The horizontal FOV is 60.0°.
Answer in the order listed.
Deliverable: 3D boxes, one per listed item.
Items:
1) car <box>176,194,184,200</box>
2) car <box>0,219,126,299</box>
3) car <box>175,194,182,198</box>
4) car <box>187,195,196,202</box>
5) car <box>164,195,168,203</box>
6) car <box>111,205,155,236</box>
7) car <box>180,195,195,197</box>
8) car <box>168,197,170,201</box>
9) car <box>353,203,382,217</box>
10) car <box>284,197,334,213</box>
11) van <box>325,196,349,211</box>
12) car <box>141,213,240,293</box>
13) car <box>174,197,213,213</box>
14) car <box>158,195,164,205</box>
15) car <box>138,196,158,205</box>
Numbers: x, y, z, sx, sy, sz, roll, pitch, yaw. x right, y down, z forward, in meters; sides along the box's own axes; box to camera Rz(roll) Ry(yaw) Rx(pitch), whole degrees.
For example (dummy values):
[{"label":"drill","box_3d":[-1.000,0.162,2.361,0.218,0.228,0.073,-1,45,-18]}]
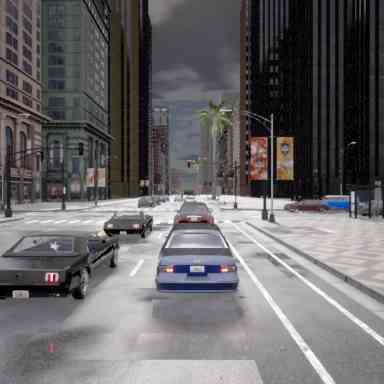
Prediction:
[{"label":"car","box_3d":[-3.306,1.316,90.433,1.882,1.535,5.008,0,0,0]},{"label":"car","box_3d":[-3.154,1.600,8.362,1.895,1.301,4.718,0,0,0]},{"label":"car","box_3d":[-3.300,1.521,80.429,1.812,1.442,4.674,0,0,0]},{"label":"car","box_3d":[-0.051,1.538,80.848,2.033,1.411,5.357,0,0,0]},{"label":"car","box_3d":[-6.542,1.481,69.029,1.882,1.535,5.008,0,0,0]},{"label":"car","box_3d":[-3.165,1.600,17.530,1.895,1.301,4.718,0,0,0]},{"label":"car","box_3d":[-0.275,1.549,45.614,2.033,1.411,5.357,0,0,1]},{"label":"car","box_3d":[-6.551,1.522,81.490,1.812,1.442,4.674,0,0,0]},{"label":"car","box_3d":[17.053,1.549,29.648,4.403,1.369,2.008,0,0,0]},{"label":"car","box_3d":[12.225,1.510,35.552,4.674,1.442,1.812,0,0,2]},{"label":"van","box_3d":[17.043,1.315,38.172,3.998,1.788,1.690,0,0,0]},{"label":"car","box_3d":[0.097,1.547,8.991,2.033,1.411,5.357,0,0,0]},{"label":"car","box_3d":[0.109,1.352,18.435,2.097,1.767,4.553,0,0,0]},{"label":"car","box_3d":[-6.612,1.508,58.775,1.837,1.490,4.892,0,0,0]},{"label":"car","box_3d":[-6.621,1.354,48.840,2.097,1.767,4.553,0,0,0]}]
